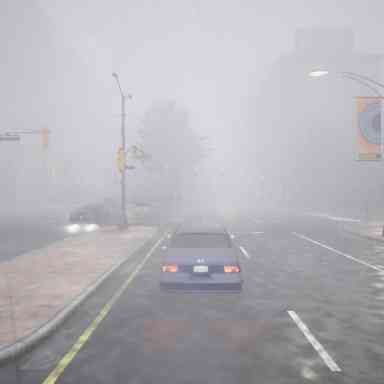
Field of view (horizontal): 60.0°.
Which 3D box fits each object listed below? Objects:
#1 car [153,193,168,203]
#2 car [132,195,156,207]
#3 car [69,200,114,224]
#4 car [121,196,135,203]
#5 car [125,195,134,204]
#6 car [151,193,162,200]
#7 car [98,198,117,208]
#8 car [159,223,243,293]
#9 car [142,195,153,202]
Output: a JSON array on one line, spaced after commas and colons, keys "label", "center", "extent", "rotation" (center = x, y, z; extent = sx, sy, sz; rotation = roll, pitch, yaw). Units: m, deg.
[{"label": "car", "center": [-6.712, 1.351, 69.105], "extent": [2.097, 1.767, 4.553], "rotation": [0, 0, 1]}, {"label": "car", "center": [-7.168, 1.547, 50.025], "extent": [2.033, 1.411, 5.357], "rotation": [0, 0, 1]}, {"label": "car", "center": [-7.642, 1.564, 25.051], "extent": [1.994, 1.385, 4.181], "rotation": [0, 0, 1]}, {"label": "car", "center": [-13.447, 1.595, 69.884], "extent": [1.895, 1.301, 4.718], "rotation": [0, 0, 1]}, {"label": "car", "center": [-10.418, 1.352, 61.360], "extent": [2.097, 1.767, 4.553], "rotation": [0, 0, 2]}, {"label": "car", "center": [-9.785, 1.212, 91.715], "extent": [2.150, 2.045, 5.566], "rotation": [0, 0, 1]}, {"label": "car", "center": [-12.304, 1.525, 46.572], "extent": [1.812, 1.442, 4.674], "rotation": [1, 0, 24]}, {"label": "car", "center": [0.232, 1.547, 8.987], "extent": [2.033, 1.411, 5.357], "rotation": [0, 0, 1]}, {"label": "car", "center": [-10.077, 1.500, 76.272], "extent": [1.837, 1.490, 4.892], "rotation": [0, 0, 1]}]
